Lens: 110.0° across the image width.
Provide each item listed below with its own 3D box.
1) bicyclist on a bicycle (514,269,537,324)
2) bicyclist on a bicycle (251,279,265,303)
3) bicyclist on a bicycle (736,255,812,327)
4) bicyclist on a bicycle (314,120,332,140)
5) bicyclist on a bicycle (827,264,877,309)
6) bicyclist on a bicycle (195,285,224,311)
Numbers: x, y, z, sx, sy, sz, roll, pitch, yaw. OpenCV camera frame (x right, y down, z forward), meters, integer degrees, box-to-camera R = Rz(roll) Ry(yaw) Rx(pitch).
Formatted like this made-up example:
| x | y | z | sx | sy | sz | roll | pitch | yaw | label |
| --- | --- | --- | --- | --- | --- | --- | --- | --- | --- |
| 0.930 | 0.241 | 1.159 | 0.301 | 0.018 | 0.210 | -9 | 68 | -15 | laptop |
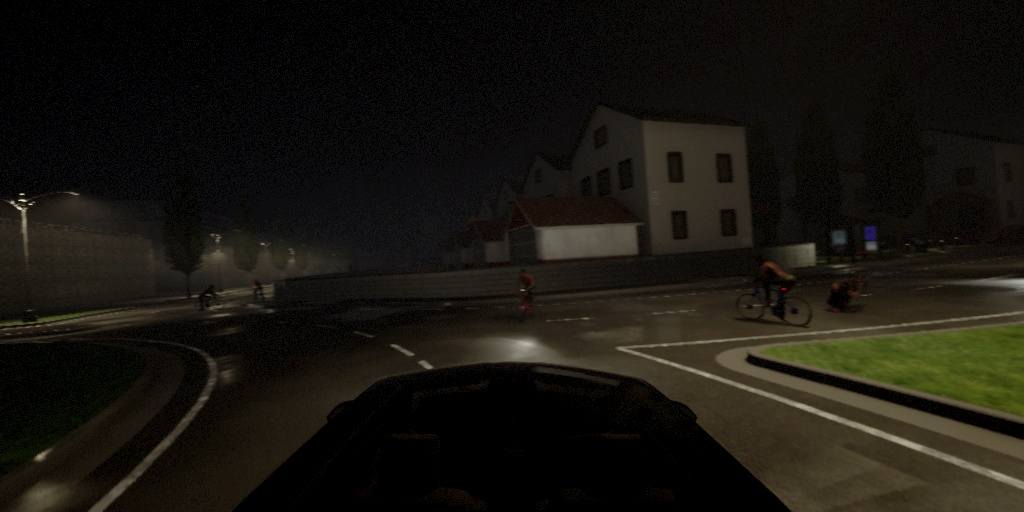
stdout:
| x | y | z | sx | sy | sz | roll | pitch | yaw | label |
| --- | --- | --- | --- | --- | --- | --- | --- | --- | --- |
| 0.458 | 1.216 | 11.109 | 0.582 | 1.620 | 1.656 | -4 | -1 | 25 | bicyclist on a bicycle |
| -17.572 | 2.430 | 24.693 | 1.656 | 1.620 | 0.582 | -5 | -1 | 39 | bicyclist on a bicycle |
| 6.087 | 0.792 | 8.461 | 0.582 | 1.620 | 1.656 | -4 | 1 | -26 | bicyclist on a bicycle |
| -14.487 | -9.879 | 27.823 | 0.582 | 1.656 | 1.620 | -21 | 32 | 16 | bicyclist on a bicycle |
| 8.758 | 0.909 | 9.323 | 1.620 | 1.656 | 0.582 | 1 | 31 | -35 | bicyclist on a bicycle |
| -19.585 | 2.718 | 23.212 | 1.656 | 1.620 | 0.582 | -4 | 0 | -11 | bicyclist on a bicycle |
